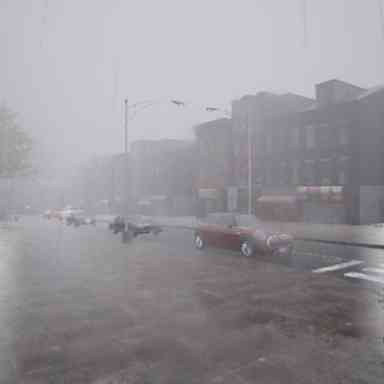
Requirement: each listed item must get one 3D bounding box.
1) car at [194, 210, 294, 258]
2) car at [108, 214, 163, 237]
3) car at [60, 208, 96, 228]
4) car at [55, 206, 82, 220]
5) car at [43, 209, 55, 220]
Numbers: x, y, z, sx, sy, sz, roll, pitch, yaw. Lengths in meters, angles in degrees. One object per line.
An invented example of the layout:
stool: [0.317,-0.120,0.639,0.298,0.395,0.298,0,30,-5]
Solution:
car: [2.082,1.665,14.326,2.097,1.767,4.553,0,-2,-36]
car: [-4.056,2.226,22.948,2.033,1.411,5.357,0,-2,-36]
car: [-10.946,2.634,32.649,2.128,1.511,4.902,0,-2,-35]
car: [-16.620,2.929,45.676,2.150,2.045,5.566,0,-2,-35]
car: [-22.742,3.514,54.270,2.097,1.767,4.553,0,-2,-35]
